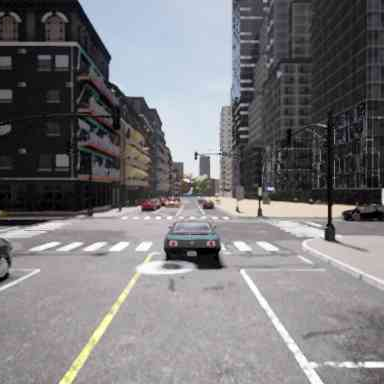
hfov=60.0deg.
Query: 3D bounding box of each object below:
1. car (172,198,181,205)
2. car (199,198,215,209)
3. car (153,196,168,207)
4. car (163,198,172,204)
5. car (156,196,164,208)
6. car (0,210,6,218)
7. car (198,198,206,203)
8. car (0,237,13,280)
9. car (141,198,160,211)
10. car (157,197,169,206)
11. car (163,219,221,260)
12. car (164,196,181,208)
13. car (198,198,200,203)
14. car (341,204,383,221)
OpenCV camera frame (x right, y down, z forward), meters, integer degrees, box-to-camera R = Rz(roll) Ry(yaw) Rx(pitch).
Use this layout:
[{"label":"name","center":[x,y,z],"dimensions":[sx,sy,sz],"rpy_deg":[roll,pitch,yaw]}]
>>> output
[{"label":"car","center":[-3.194,1.950,69.817],"dimensions":[1.837,1.490,4.892],"rpy_deg":[0,0,0]},{"label":"car","center":[2.504,1.910,51.180],"dimensions":[1.887,1.381,4.507],"rpy_deg":[-1,0,0]},{"label":"car","center":[-5.878,1.763,62.399],"dimensions":[2.192,1.841,5.009],"rpy_deg":[-1,0,0]},{"label":"car","center":[-5.922,2.158,79.343],"dimensions":[1.802,1.307,4.206],"rpy_deg":[-1,0,0]},{"label":"car","center":[-5.844,1.805,51.100],"dimensions":[1.967,1.590,4.097],"rpy_deg":[-1,0,0]},{"label":"car","center":[-17.959,1.695,27.321],"dimensions":[4.829,1.417,1.752],"rpy_deg":[0,1,0]},{"label":"car","center":[2.409,2.163,85.073],"dimensions":[1.887,1.381,4.507],"rpy_deg":[-1,0,0]},{"label":"car","center":[-5.720,1.603,7.385],"dimensions":[2.008,1.369,4.403],"rpy_deg":[-1,0,0]},{"label":"car","center":[-5.827,1.868,45.450],"dimensions":[1.887,1.381,4.507],"rpy_deg":[-1,0,0]},{"label":"car","center":[-5.892,1.931,68.045],"dimensions":[1.967,1.590,4.097],"rpy_deg":[-1,0,0]},{"label":"car","center":[0.020,1.703,12.799],"dimensions":[1.895,1.301,4.718],"rpy_deg":[0,-1,0]},{"label":"car","center":[-3.223,1.740,54.316],"dimensions":[2.097,1.767,4.553],"rpy_deg":[0,0,0]},{"label":"car","center":[2.441,2.084,73.775],"dimensions":[2.008,1.369,4.403],"rpy_deg":[-1,0,0]},{"label":"car","center":[14.599,1.664,27.467],"dimensions":[4.313,1.339,1.947],"rpy_deg":[0,1,0]}]
